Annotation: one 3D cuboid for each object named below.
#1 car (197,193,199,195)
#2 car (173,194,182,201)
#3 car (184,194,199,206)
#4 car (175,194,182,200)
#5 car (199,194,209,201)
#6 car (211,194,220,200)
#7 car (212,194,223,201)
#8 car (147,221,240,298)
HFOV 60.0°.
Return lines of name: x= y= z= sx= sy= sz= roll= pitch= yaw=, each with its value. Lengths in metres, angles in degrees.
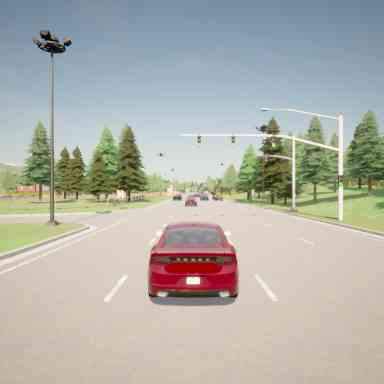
car: x=3.198 y=1.357 z=94.232 sx=2.128 sy=1.511 sz=4.902 roll=0 pitch=0 yaw=0
car: x=-3.768 y=1.469 z=83.790 sx=1.882 sy=1.535 sz=5.008 roll=0 pitch=0 yaw=0
car: x=-0.170 y=1.525 z=53.188 sx=1.812 sy=1.442 sz=4.674 roll=0 pitch=0 yaw=0
car: x=-3.802 y=1.310 z=94.210 sx=1.882 sy=1.535 sz=5.008 roll=0 pitch=0 yaw=0
car: x=3.230 y=1.516 z=84.229 sx=1.812 sy=1.442 sz=4.674 roll=0 pitch=0 yaw=0
car: x=6.698 y=1.372 z=94.244 sx=2.033 sy=1.411 sz=5.357 roll=0 pitch=0 yaw=0
car: x=6.732 y=1.516 z=83.824 sx=2.128 sy=1.511 sz=4.902 roll=0 pitch=0 yaw=0
car: x=0.036 y=1.478 z=8.586 sx=1.882 sy=1.535 sz=5.008 roll=0 pitch=0 yaw=0
